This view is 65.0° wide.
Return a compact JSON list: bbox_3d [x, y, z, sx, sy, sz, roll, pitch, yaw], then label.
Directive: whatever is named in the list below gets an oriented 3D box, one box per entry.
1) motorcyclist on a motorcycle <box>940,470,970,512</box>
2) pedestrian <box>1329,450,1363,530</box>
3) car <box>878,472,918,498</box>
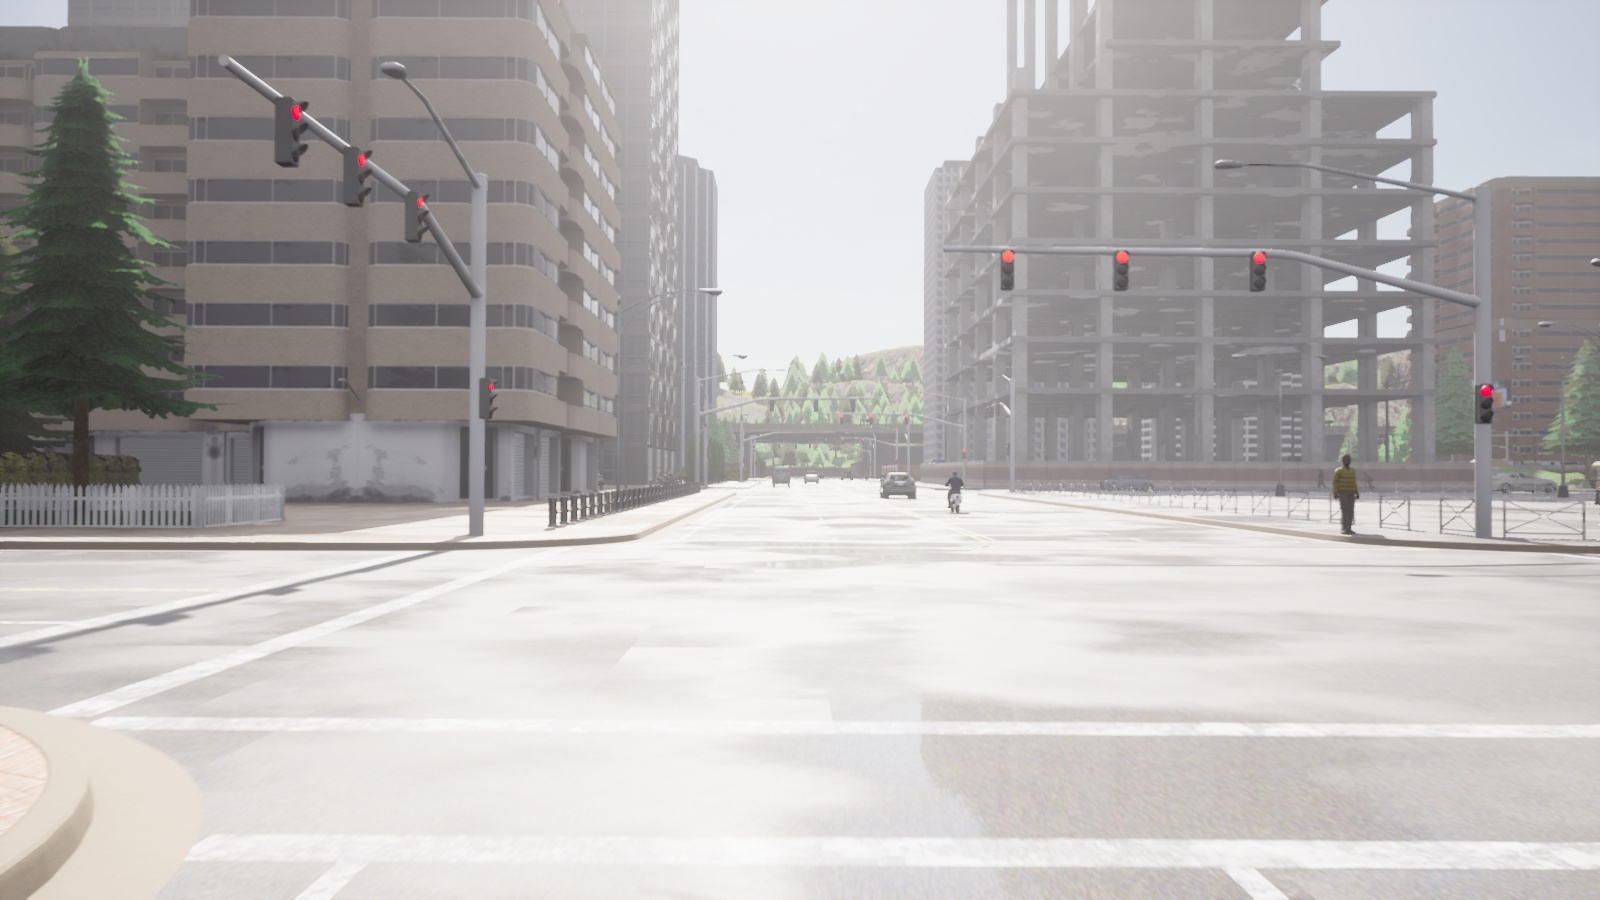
[{"bbox_3d":[5.885,1.557,47.804,0.866,1.590,1.817,0,-2,0],"label":"motorcyclist on a motorcycle"},{"bbox_3d":[12.621,0.915,29.024,0.431,1.840,0.709,0,-1,-3],"label":"pedestrian"},{"bbox_3d":[5.656,1.992,72.735,1.970,1.475,3.806,0,-1,0],"label":"car"}]
